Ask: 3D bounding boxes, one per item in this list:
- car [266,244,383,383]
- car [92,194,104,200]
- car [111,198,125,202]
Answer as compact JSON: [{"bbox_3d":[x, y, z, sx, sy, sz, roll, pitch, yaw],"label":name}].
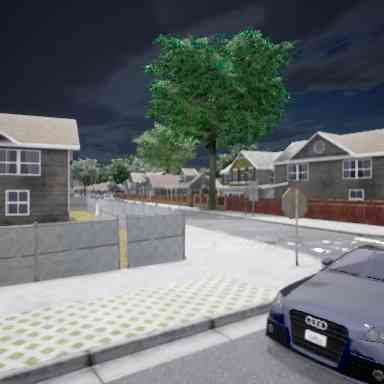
[{"bbox_3d":[3.110,1.554,5.118,4.181,1.385,1.994,0,0,-35],"label":"car"},{"bbox_3d":[-25.112,1.386,90.449,2.128,1.511,4.902,0,0,-23],"label":"car"},{"bbox_3d":[-11.867,1.565,52.665,1.895,1.301,4.718,0,0,-23],"label":"car"}]
